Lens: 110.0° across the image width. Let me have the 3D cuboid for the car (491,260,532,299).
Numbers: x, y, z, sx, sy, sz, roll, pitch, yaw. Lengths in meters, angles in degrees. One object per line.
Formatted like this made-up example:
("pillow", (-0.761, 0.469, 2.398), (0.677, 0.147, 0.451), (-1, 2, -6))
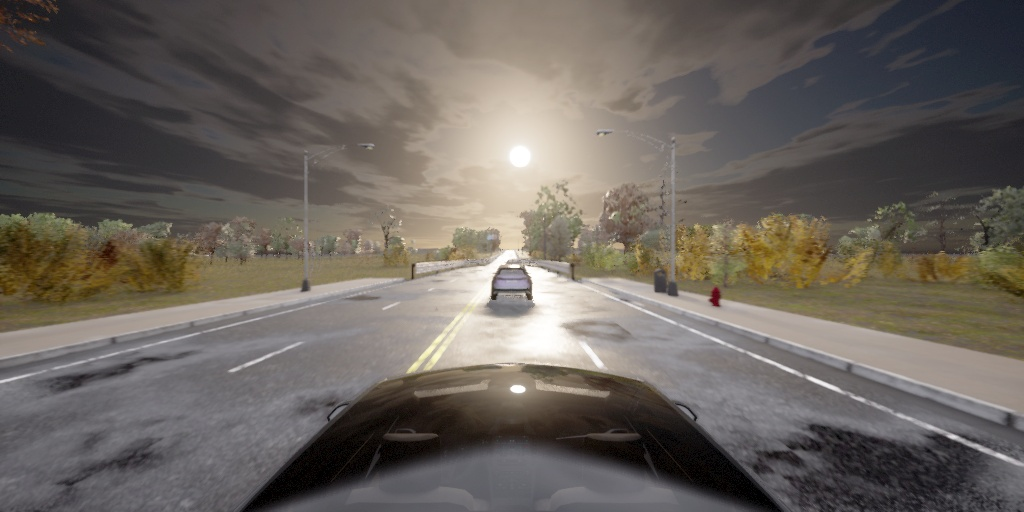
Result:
("car", (-0.005, 1.199, 18.187), (2.033, 1.649, 4.856), (0, 0, 0))
